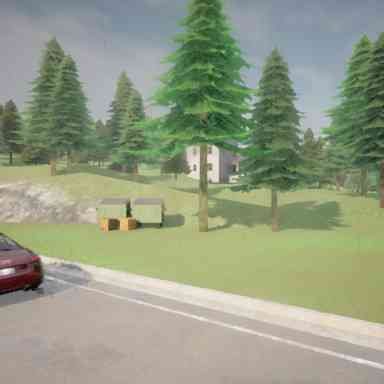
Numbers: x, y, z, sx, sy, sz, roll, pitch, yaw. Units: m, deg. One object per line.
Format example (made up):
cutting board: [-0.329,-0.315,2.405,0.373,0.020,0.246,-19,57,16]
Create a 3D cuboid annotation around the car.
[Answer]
car: [-5.344,1.564,7.801,4.181,1.385,1.994,0,0,35]
